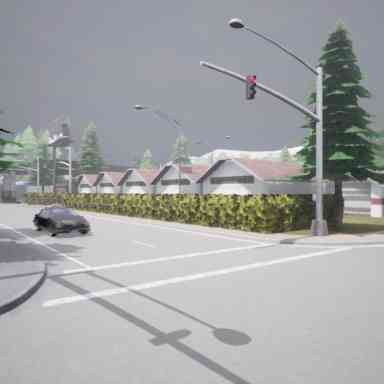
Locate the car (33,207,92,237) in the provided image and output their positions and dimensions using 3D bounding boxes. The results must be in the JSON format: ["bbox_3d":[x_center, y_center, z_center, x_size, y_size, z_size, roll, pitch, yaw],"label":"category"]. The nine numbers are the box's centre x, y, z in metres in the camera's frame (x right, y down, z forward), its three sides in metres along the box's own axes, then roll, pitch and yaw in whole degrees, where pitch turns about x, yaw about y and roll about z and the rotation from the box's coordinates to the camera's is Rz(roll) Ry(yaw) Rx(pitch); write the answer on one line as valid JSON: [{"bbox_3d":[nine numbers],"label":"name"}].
[{"bbox_3d":[-7.352,1.548,18.381,2.033,1.411,5.357,0,0,-37],"label":"car"}]
